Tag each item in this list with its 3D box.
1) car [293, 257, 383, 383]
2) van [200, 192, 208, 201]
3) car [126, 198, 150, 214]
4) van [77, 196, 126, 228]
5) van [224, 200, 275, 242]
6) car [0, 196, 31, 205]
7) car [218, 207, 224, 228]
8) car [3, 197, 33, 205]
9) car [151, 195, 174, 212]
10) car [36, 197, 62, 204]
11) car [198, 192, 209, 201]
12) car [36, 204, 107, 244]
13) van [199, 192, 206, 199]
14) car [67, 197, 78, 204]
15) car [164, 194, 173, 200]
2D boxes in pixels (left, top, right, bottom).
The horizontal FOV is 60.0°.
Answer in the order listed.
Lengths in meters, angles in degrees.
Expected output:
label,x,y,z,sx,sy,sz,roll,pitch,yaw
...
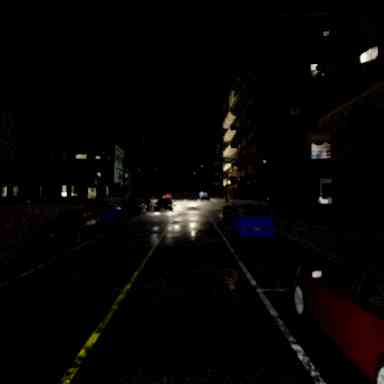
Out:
label,x,y,z,sx,sy,sz,roll,pitch,yaw
car,2.701,1.529,4.372,1.887,1.381,4.507,1,0,0
van,2.710,1.001,76.312,1.690,1.788,3.998,1,0,0
car,-5.642,1.312,32.569,1.967,1.590,4.097,1,0,0
van,-5.642,1.260,21.276,1.690,1.788,3.998,1,0,0
van,2.705,1.283,15.663,1.690,1.788,3.998,1,0,0
car,-26.373,1.286,49.984,4.097,1.590,1.967,0,0,1
car,2.702,1.485,21.310,1.947,1.339,4.313,1,0,0
car,-30.674,1.535,58.681,4.206,1.307,1.802,0,0,1
car,-3.045,1.379,36.705,1.812,1.442,4.674,0,0,1
car,-25.194,1.494,58.606,4.313,1.339,1.947,0,0,1
car,2.707,1.240,70.734,2.008,1.369,4.403,1,0,0
car,-5.645,1.486,15.631,1.887,1.381,4.507,1,0,0
van,2.712,0.942,87.474,1.690,1.788,3.998,1,0,0
car,-19.713,1.453,58.530,4.403,1.369,2.008,0,0,1
car,-5.672,1.175,81.859,1.887,1.381,4.507,1,0,0
